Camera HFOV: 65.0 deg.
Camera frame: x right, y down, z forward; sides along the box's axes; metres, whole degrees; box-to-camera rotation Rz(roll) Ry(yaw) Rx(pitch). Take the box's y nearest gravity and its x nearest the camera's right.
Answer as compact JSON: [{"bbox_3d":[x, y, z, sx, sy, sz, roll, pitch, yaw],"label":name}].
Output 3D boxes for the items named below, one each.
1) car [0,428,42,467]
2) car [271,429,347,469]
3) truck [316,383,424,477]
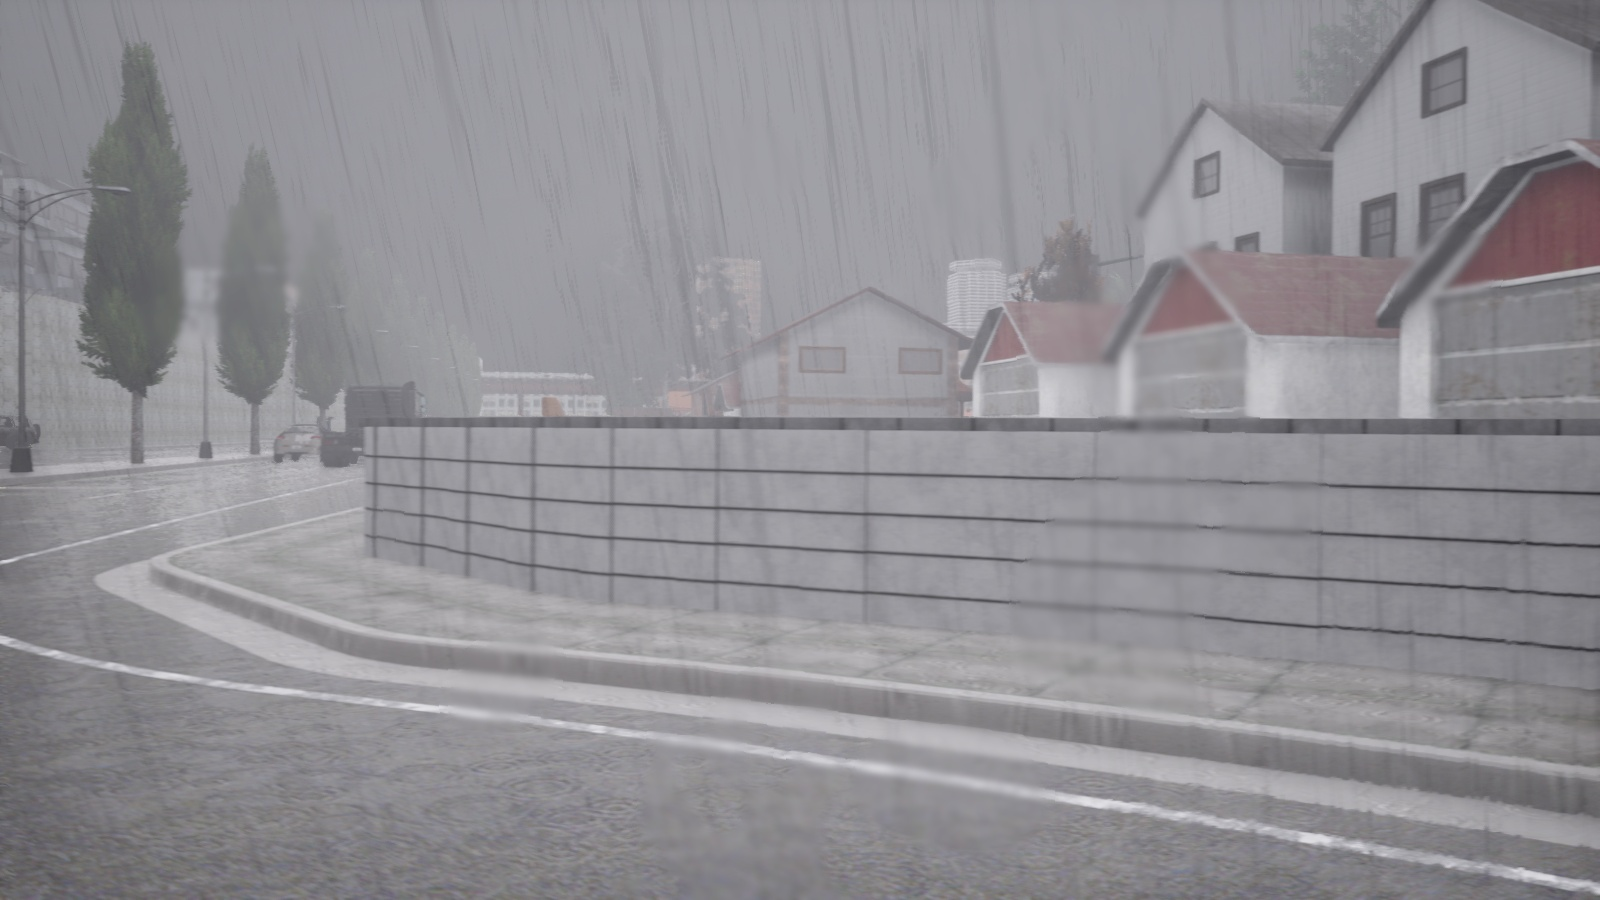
[{"bbox_3d":[-39.798,-0.145,61.270,4.605,1.855,1.932,0,2,-37],"label":"car"},{"bbox_3d":[-21.456,-0.066,55.043,2.152,1.651,5.027,-1,1,-10],"label":"car"},{"bbox_3d":[-17.069,-0.802,50.361,2.891,3.462,7.936,-1,1,-10],"label":"truck"}]
